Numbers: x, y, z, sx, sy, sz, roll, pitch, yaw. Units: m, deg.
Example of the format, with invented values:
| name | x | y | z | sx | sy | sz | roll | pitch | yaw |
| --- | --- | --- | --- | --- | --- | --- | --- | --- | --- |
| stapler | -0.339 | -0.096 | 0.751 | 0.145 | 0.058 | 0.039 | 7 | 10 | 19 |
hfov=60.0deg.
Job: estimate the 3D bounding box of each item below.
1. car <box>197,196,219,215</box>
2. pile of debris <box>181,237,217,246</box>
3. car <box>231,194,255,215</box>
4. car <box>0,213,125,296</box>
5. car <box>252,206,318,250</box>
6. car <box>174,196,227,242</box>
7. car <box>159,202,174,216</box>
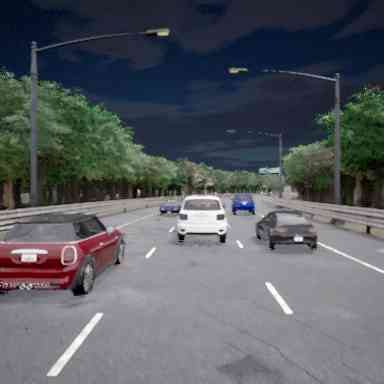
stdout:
| name | x | y | z | sx | sy | sz | roll | pitch | yaw |
| --- | --- | --- | --- | --- | --- | --- | --- | --- | --- |
| car | 1.738 | 1.344 | 34.357 | 2.097 | 1.767 | 4.553 | 0 | 0 | 5 |
| pile of debris | 0.315 | 2.173 | 14.653 | 1.500 | 0.140 | 1.860 | 0 | 0 | 2 |
| car | 5.240 | 1.217 | 34.405 | 2.150 | 2.045 | 5.566 | 0 | 0 | 5 |
| car | -3.232 | 1.346 | 8.834 | 2.097 | 1.767 | 4.553 | 0 | 0 | 1 |
| car | 3.930 | 1.528 | 14.284 | 1.812 | 1.442 | 4.674 | 0 | 0 | 2 |
| car | 0.514 | 1.219 | 16.526 | 2.150 | 2.045 | 5.566 | 0 | 0 | 2 |
| car | -1.921 | 1.589 | 32.856 | 1.895 | 1.301 | 4.718 | 0 | 0 | 5 |
